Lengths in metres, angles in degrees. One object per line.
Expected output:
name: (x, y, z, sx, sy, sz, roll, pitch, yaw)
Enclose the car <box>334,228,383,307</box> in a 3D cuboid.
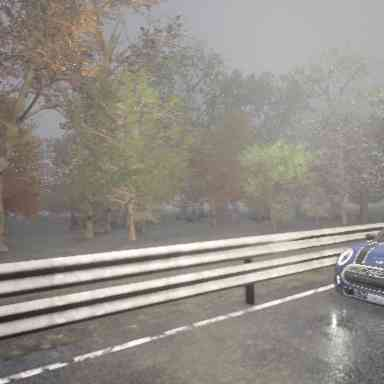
car: (5.182, 1.360, 7.381, 4.553, 1.767, 2.097, 0, 0, -35)
